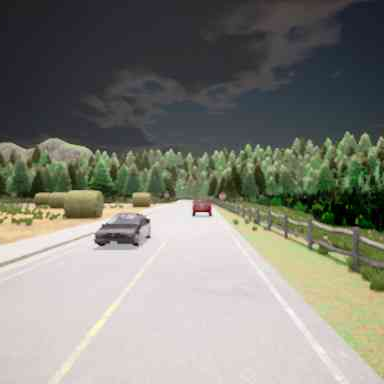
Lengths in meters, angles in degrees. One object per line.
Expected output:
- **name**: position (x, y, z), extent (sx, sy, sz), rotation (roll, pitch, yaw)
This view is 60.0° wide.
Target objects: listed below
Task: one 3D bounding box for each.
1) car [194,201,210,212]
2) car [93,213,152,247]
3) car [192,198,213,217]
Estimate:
- **car**: position (1.423, 2.033, 47.831), extent (2.128, 1.511, 4.902), rotation (0, -1, 2)
- **car**: position (-3.135, 1.730, 16.310), extent (2.033, 1.411, 5.357), rotation (0, -1, 2)
- **car**: position (1.137, 1.646, 37.408), extent (2.150, 2.045, 5.566), rotation (0, -1, 2)
